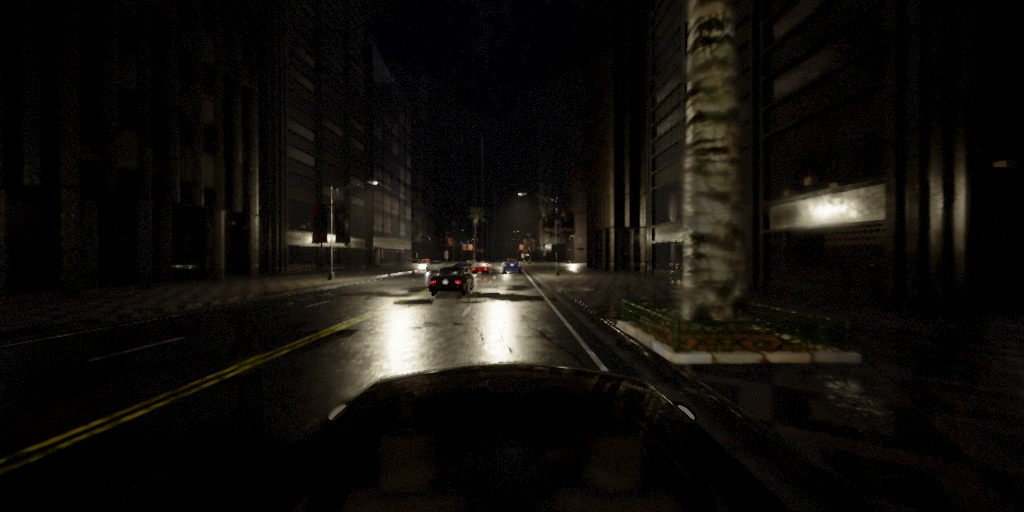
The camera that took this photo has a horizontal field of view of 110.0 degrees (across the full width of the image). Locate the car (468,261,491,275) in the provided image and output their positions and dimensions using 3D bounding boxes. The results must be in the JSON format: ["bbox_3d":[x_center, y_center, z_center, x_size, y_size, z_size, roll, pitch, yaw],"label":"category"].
[{"bbox_3d":[-3.232,1.366,38.296,1.895,1.301,4.718,0,0,0],"label":"car"}]

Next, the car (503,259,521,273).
[{"bbox_3d":[0.007,1.113,42.967,2.097,1.767,4.553,0,0,0],"label":"car"}]

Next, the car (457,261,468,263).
[{"bbox_3d":[-6.606,1.327,48.593,2.033,1.411,5.357,0,0,0],"label":"car"}]

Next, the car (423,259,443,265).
[{"bbox_3d":[-9.865,1.311,46.974,1.812,1.442,4.674,0,0,0],"label":"car"}]

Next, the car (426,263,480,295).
[{"bbox_3d":[-3.193,1.304,19.690,2.033,1.411,5.357,0,0,0],"label":"car"}]
